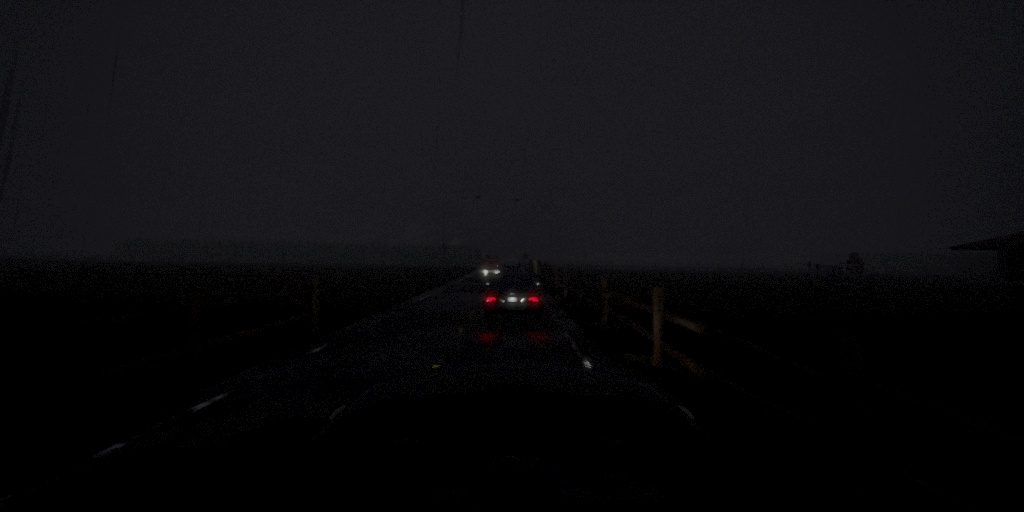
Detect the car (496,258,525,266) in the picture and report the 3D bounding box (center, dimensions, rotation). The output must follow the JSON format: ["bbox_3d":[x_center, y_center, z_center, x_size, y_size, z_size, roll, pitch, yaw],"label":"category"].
[{"bbox_3d":[0.055,1.165,29.753,2.128,1.511,4.902,0,0,1],"label":"car"}]

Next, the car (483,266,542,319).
[{"bbox_3d":[0.025,1.267,12.593,2.033,1.411,5.357,0,0,0],"label":"car"}]

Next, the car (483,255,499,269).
[{"bbox_3d":[-2.765,0.842,49.748,2.150,2.045,5.566,0,0,1],"label":"car"}]
